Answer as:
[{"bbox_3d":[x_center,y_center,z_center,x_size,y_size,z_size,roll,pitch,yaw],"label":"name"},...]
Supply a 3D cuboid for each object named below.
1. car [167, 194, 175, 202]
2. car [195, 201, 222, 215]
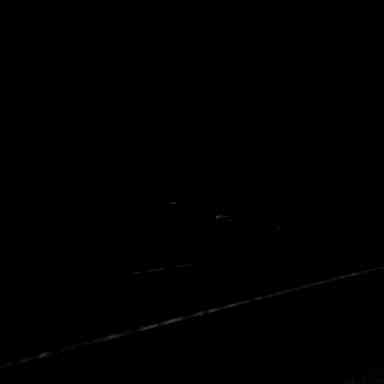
[{"bbox_3d":[-4.316,1.029,62.486,1.895,1.301,4.718,2,2,-9],"label":"car"},{"bbox_3d":[1.890,1.792,39.235,2.128,1.511,4.902,2,0,-20],"label":"car"}]
